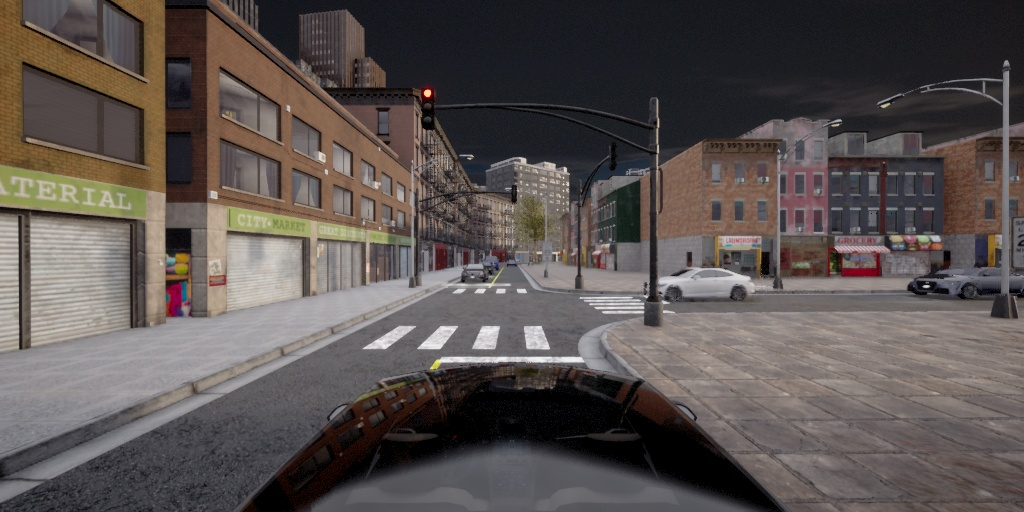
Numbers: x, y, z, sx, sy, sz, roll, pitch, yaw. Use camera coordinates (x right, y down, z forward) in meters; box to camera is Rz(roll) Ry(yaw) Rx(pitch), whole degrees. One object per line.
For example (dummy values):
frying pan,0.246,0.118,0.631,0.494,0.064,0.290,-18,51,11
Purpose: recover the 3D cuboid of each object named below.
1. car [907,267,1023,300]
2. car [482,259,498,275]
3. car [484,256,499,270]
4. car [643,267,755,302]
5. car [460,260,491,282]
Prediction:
car,20.768,1.190,16.268,4.181,1.385,1.994,0,0,0
car,-2.934,1.308,39.120,2.033,1.411,5.357,0,0,0
car,-2.939,0.994,49.836,2.150,2.045,5.566,0,0,0
car,8.279,1.218,16.031,4.674,1.442,1.812,0,0,-4
car,-2.902,1.279,28.688,1.812,1.442,4.674,0,0,0
